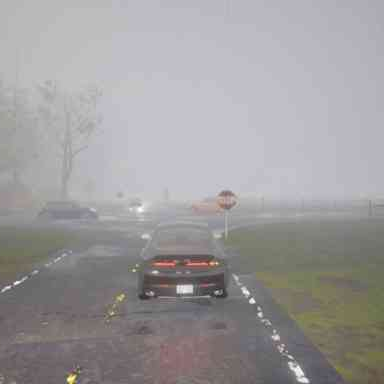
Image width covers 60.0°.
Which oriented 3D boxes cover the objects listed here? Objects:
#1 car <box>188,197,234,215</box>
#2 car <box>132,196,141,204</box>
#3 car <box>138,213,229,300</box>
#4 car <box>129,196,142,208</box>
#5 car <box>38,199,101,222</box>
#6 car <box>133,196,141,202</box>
[{"bbox_3d":[1.873,1.311,33.586,4.553,1.767,2.097,0,0,23],"label":"car"},{"bbox_3d":[-11.370,1.576,68.103,1.812,1.442,4.674,0,0,-9],"label":"car"},{"bbox_3d":[-0.251,1.506,8.422,1.837,1.490,4.892,0,0,-3],"label":"car"},{"bbox_3d":[-8.562,1.577,50.452,2.033,1.411,5.357,0,0,-9],"label":"car"},{"bbox_3d":[-9.695,1.405,26.634,4.553,1.767,2.097,0,0,-5],"label":"car"},{"bbox_3d":[-13.257,1.654,79.714,1.895,1.301,4.718,0,0,-9],"label":"car"}]
